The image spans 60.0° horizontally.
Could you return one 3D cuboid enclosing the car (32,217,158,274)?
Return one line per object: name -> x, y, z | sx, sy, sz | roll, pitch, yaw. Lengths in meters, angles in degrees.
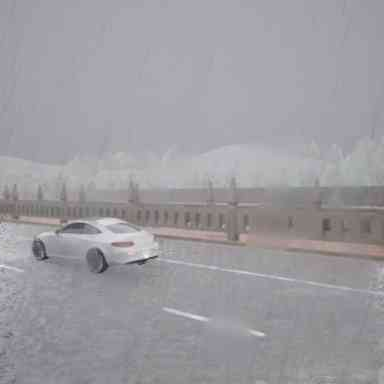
car -> -3.142, 1.525, 10.531 | 4.674, 1.442, 1.812 | 0, 0, 36
